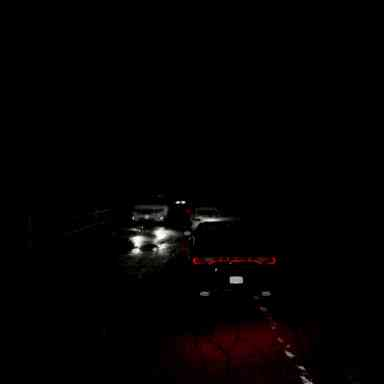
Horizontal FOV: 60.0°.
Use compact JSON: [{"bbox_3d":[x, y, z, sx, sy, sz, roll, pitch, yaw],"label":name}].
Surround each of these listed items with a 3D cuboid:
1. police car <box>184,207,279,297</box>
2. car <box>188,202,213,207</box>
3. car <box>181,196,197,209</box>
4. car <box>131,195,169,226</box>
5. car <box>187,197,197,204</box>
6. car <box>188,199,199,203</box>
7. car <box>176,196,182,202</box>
[{"bbox_3d":[0.818,1.426,8.744,1.930,1.638,5.238,0,0,0],"label":"police car"},{"bbox_3d":[0.811,1.531,18.635,1.812,1.442,4.674,0,0,0],"label":"car"},{"bbox_3d":[0.003,1.524,46.107,2.128,1.511,4.902,0,0,0],"label":"car"},{"bbox_3d":[-2.869,1.229,23.928,2.150,2.045,5.566,0,0,0],"label":"car"},{"bbox_3d":[-0.049,1.673,65.188,1.895,1.301,4.718,0,0,0],"label":"car"},{"bbox_3d":[0.806,1.514,24.634,1.837,1.490,4.892,0,0,0],"label":"car"},{"bbox_3d":[-2.812,1.713,81.270,1.895,1.301,4.718,0,0,0],"label":"car"}]
